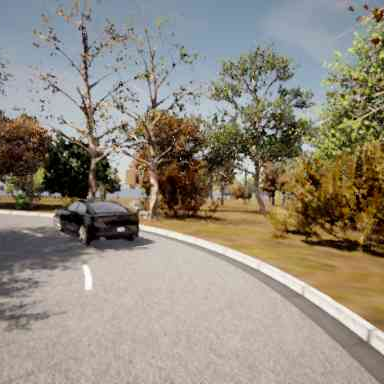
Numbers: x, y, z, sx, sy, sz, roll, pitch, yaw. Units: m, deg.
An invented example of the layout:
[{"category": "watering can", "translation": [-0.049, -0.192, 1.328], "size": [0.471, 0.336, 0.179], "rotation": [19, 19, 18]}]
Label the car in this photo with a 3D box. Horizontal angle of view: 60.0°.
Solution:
[{"category": "car", "translation": [-3.922, 1.006, 13.252], "size": [1.882, 1.535, 5.008], "rotation": [0, 3, -38]}]
